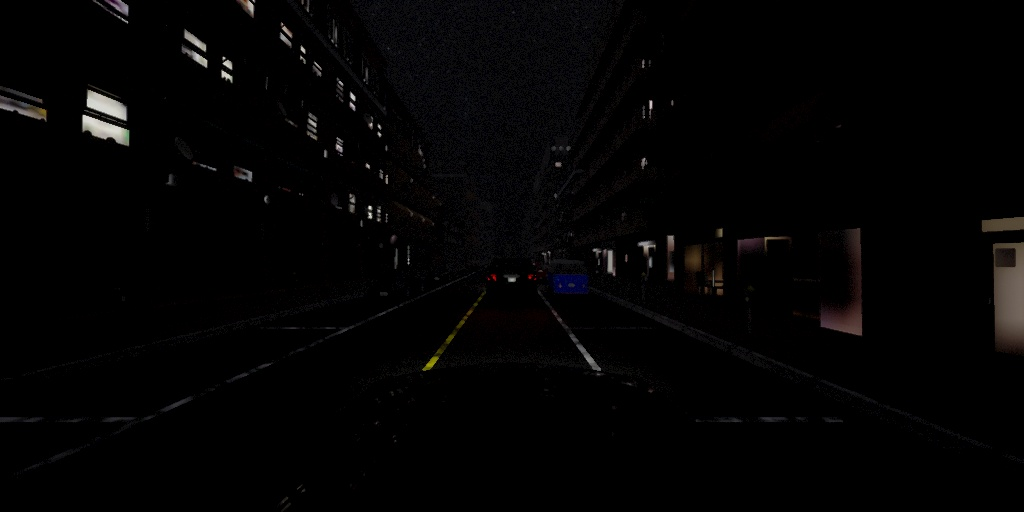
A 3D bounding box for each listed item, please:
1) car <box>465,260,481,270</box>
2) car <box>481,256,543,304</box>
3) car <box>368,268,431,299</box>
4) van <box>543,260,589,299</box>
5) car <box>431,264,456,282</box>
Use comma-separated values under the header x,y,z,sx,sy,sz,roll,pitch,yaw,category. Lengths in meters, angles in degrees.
x,y,z,sx,sy,sz,roll,pitch,yaw,category
-5.690,1.309,51.506,1.888,1.381,4.507,0,0,0,car
-0.001,1.012,16.533,2.150,2.045,5.566,0,0,0,car
-5.689,1.319,18.080,1.948,1.339,4.313,0,0,0,car
2.691,1.094,18.041,1.690,1.789,3.998,0,0,0,van
-5.690,1.322,29.221,1.948,1.339,4.313,0,0,0,car
